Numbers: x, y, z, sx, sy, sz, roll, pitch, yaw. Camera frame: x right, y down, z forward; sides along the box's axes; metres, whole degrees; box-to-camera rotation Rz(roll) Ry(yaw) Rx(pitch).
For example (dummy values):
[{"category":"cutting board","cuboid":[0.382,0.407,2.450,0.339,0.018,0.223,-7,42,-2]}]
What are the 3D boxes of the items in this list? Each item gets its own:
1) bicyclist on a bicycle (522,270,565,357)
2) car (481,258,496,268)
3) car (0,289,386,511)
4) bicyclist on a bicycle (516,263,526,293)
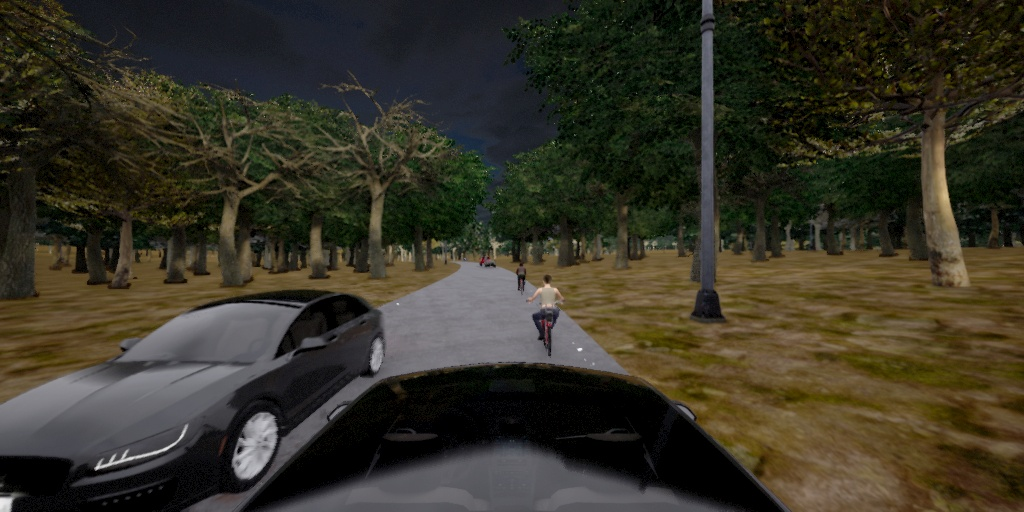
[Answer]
[{"category":"bicyclist on a bicycle","cuboid":[0.731,1.187,7.569,0.866,1.612,1.509,0,0,0]},{"category":"car","cuboid":[-3.892,1.381,63.104,1.895,1.301,4.718,0,0,-7]},{"category":"car","cuboid":[-3.144,1.254,4.595,1.837,1.490,4.892,0,0,-1]},{"category":"bicyclist on a bicycle","cuboid":[0.484,1.205,18.380,0.582,1.620,1.656,0,0,-2]}]
